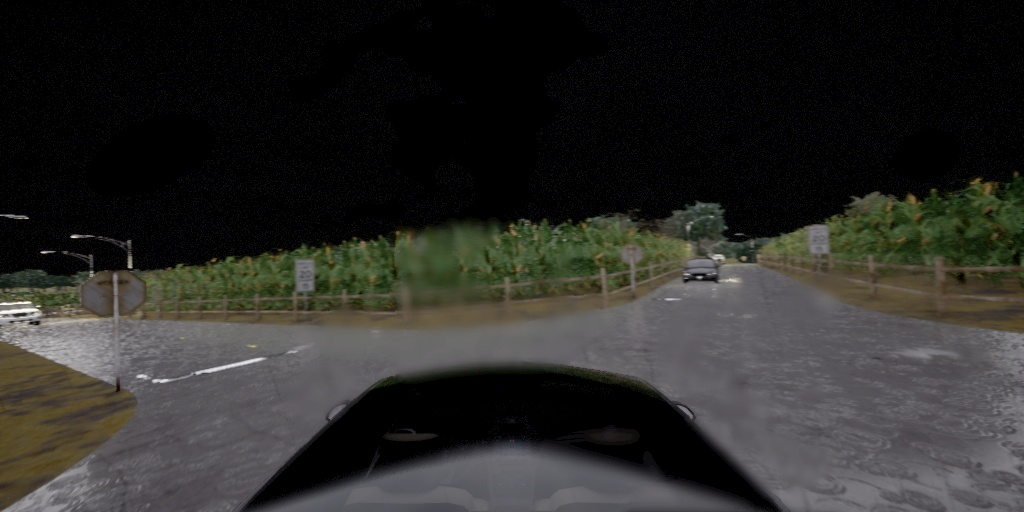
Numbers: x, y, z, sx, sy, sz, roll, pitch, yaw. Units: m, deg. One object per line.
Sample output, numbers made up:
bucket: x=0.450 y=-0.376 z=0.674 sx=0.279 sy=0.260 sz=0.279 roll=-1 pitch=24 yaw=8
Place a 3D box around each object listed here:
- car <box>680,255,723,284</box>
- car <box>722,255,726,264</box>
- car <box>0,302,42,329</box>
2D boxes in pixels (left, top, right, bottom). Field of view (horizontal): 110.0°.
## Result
car: x=11.602 y=0.876 z=21.931 sx=1.837 sy=1.490 sz=4.892 roll=-3 pitch=0 yaw=31
car: x=32.205 y=0.530 z=56.045 sx=1.812 sy=1.442 sz=4.674 roll=-3 pitch=-2 yaw=31
car: x=-41.001 y=4.844 z=29.610 sx=5.566 sy=2.045 sz=2.150 roll=-6 pitch=-3 yaw=31
